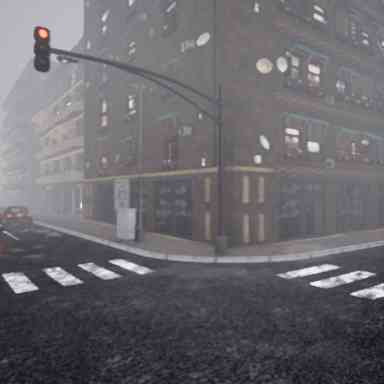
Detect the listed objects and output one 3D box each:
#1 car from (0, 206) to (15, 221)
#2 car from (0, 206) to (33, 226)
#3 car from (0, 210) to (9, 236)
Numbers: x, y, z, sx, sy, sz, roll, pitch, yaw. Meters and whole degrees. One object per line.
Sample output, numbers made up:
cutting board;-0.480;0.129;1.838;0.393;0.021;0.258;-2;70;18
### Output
car;-19.402;2.127;33.848;1.802;1.307;4.206;-1;0;-36
car;-14.141;1.855;26.668;1.967;1.590;4.097;-1;0;-36
car;-12.404;1.918;19.685;1.895;1.301;4.718;0;-1;-36
